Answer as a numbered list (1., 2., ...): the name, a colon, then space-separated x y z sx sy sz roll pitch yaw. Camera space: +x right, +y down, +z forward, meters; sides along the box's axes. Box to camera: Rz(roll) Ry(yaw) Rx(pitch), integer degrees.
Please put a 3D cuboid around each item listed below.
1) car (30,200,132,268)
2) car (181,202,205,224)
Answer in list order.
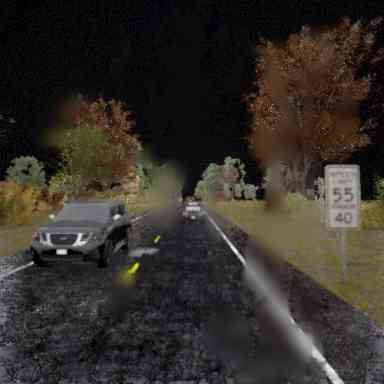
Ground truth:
1. car: -3.597 1.323 11.965 2.150 2.045 5.566 0 0 0
2. car: 0.095 1.780 27.484 1.812 1.442 4.674 0 -1 0
